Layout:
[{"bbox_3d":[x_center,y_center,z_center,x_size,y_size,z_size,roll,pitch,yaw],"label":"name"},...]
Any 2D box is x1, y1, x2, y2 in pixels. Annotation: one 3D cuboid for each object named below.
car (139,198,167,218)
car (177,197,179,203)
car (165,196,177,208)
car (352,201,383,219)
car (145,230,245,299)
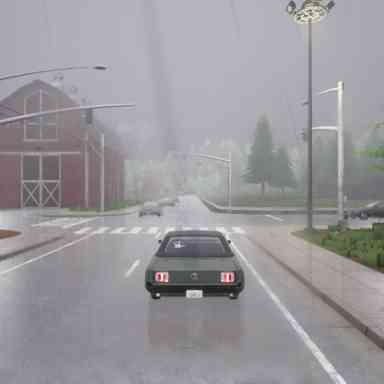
[{"bbox_3d":[-3.603,1.518,29.946,1.812,1.442,4.674,0,0,0],"label":"car"},{"bbox_3d":[-3.532,1.564,65.954,1.994,1.385,4.181,0,0,0],"label":"car"},{"bbox_3d":[-3.600,1.525,49.720,1.812,1.442,4.674,0,0,0],"label":"car"},{"bbox_3d":[15.113,1.499,27.170,4.674,1.442,1.812,0,0,-1],"label":"car"},{"bbox_3d":[0.066,1.601,8.378,1.895,1.301,4.718,0,0,0],"label":"car"}]
